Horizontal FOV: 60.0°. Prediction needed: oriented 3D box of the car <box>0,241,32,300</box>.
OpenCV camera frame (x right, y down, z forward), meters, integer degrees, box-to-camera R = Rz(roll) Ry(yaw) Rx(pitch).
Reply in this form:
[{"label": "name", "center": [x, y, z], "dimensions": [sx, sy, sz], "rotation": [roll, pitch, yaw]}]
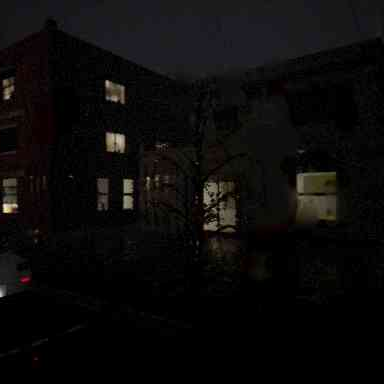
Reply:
[{"label": "car", "center": [-5.289, 1.583, 7.209], "dimensions": [4.674, 1.442, 1.812], "rotation": [0, 0, 35]}]
